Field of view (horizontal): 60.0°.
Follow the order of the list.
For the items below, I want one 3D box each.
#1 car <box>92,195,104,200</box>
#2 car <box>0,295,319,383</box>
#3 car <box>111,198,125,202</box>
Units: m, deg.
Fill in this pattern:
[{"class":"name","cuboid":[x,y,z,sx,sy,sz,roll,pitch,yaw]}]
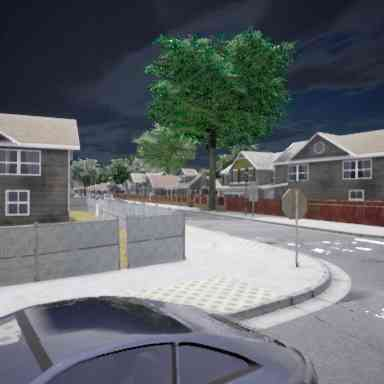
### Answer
[{"class":"car","cuboid":[-25.112,1.440,90.449,2.128,1.511,4.902,0,0,-23]},{"class":"car","cuboid":[-0.972,1.564,2.243,4.181,1.385,1.994,0,0,-35]},{"class":"car","cuboid":[-11.867,1.600,52.665,1.895,1.301,4.718,0,0,-23]}]
